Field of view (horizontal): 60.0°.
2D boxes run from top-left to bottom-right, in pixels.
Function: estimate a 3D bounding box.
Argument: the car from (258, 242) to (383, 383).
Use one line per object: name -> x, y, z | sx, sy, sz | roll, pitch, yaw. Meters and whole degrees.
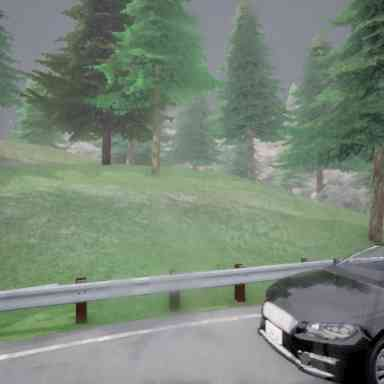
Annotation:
car -> 3.380, 1.491, 4.853 | 4.902, 1.511, 2.128 | 0, 0, -16
